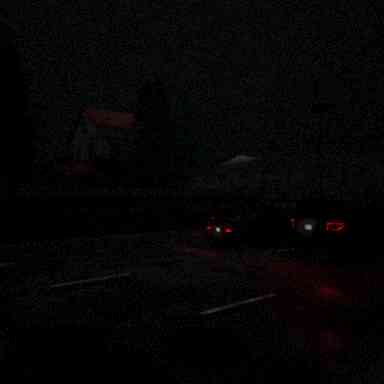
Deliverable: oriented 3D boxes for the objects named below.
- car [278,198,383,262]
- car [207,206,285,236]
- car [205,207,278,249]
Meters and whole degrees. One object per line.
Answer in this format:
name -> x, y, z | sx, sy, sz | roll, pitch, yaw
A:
car -> 6.001, 1.225, 12.408 | 5.566, 2.045, 2.150 | 0, 0, -35
car -> 3.135, 1.567, 18.942 | 4.181, 1.385, 1.994 | 0, 0, -35
car -> 3.096, 1.550, 14.647 | 5.357, 1.411, 2.033 | 0, 0, -35
